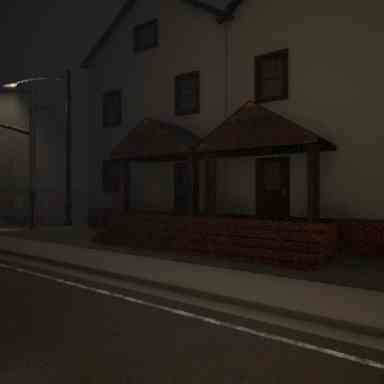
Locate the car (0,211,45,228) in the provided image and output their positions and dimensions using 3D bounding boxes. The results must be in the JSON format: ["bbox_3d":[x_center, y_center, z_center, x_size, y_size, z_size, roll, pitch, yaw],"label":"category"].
[{"bbox_3d":[-15.586,2.468,29.647,2.128,1.511,4.902,0,-9,36],"label":"car"}]
